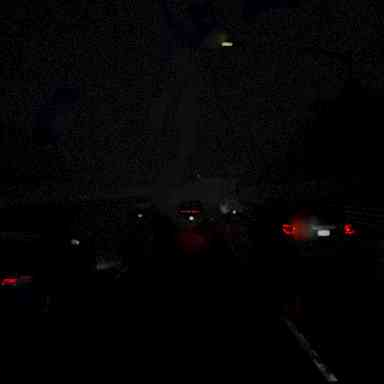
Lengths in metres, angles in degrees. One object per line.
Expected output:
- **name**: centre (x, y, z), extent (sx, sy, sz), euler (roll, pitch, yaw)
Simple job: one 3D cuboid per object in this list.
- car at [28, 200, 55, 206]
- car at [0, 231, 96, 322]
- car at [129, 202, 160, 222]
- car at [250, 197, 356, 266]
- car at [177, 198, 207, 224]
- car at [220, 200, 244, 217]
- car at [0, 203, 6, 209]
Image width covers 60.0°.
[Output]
- **car**: centre (-14.148, 1.476, 31.359), extent (1.994, 1.385, 4.181), euler (0, 0, 1)
- **car**: centre (-3.508, 1.525, 7.148), extent (1.994, 1.385, 4.181), euler (0, 0, 0)
- **car**: centre (-3.517, 1.442, 25.031), extent (1.812, 1.442, 4.674), euler (0, 0, 0)
- **car**: centre (3.460, 1.167, 11.451), extent (2.150, 2.045, 5.566), euler (0, 0, 0)
- **car**: centre (-0.023, 1.425, 23.917), extent (1.837, 1.490, 4.892), euler (0, 0, 0)
- **car**: centre (3.527, 1.445, 29.773), extent (1.812, 1.442, 4.674), euler (0, 0, 1)
- **car**: centre (-17.690, 1.387, 27.914), extent (1.882, 1.535, 5.008), euler (0, 0, 1)
